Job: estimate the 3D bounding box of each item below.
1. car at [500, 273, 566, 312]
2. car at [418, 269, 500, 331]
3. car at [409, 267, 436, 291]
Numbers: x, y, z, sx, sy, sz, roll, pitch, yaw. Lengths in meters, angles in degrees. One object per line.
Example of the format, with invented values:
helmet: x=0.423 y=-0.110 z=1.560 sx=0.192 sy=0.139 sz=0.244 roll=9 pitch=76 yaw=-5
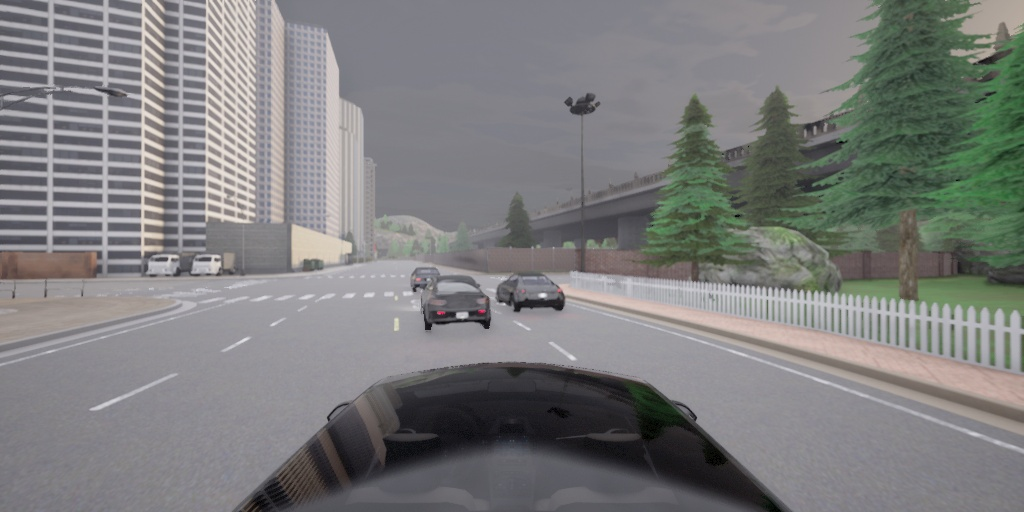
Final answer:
car: x=0.623 y=1.369 z=14.623 sx=1.994 sy=1.385 sz=4.181 roll=0 pitch=0 yaw=-13
car: x=-1.866 y=1.318 z=11.216 sx=1.812 sy=1.442 sz=4.674 roll=0 pitch=0 yaw=-16
car: x=-5.501 y=1.415 z=22.939 sx=2.033 sy=1.411 sz=5.357 roll=0 pitch=0 yaw=-17
